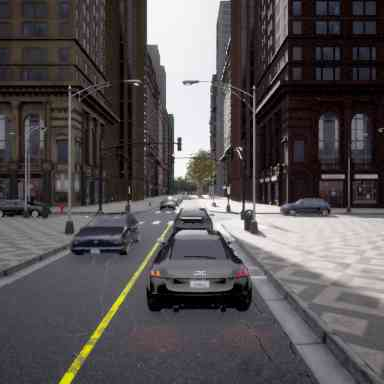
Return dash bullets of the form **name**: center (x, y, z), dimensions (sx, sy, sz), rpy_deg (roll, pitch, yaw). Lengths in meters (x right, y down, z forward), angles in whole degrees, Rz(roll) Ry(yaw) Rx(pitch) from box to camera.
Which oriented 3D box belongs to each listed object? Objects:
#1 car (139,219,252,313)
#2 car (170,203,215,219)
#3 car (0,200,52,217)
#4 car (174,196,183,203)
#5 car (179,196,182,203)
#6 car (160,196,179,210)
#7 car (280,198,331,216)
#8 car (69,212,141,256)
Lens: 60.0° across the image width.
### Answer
- **car**: center (0.110, 1.564, 7.764), dimensions (1.994, 1.385, 4.181), rpy_deg (0, 0, -1)
- **car**: center (0.066, 1.505, 16.672), dimensions (1.837, 1.490, 4.892), rpy_deg (0, 0, 0)
- **car**: center (-14.739, 1.454, 28.924), dimensions (4.892, 1.490, 1.837), rpy_deg (0, 0, -1)
- **car**: center (-2.978, 1.550, 73.538), dimensions (1.812, 1.442, 4.674), rpy_deg (0, 0, 0)
- **car**: center (-3.075, 1.494, 52.890), dimensions (2.128, 1.511, 4.902), rpy_deg (0, 0, 0)
- **car**: center (-3.078, 1.547, 43.129), dimensions (2.033, 1.411, 5.357), rpy_deg (0, 0, 0)
- **car**: center (10.872, 1.388, 32.153), dimensions (4.553, 1.767, 2.097), rpy_deg (0, 0, 1)
- **car**: center (-3.196, 1.547, 13.427), dimensions (2.033, 1.411, 5.357), rpy_deg (0, 0, -1)
